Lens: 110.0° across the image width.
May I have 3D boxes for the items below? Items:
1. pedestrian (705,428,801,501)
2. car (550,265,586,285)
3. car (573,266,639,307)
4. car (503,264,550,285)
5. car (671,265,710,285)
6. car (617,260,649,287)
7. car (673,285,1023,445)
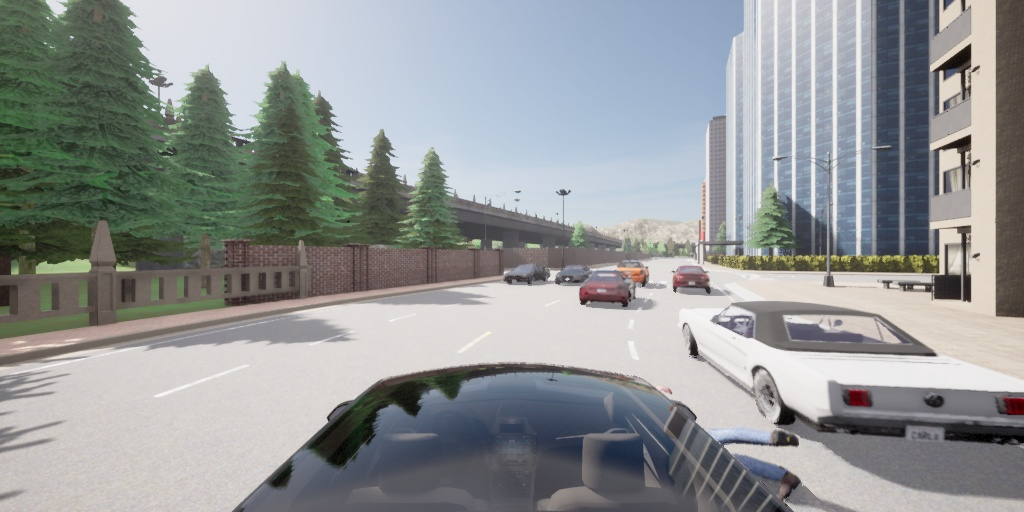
[{"bbox_3d":[1.534,1.795,3.394,1.860,0.375,0.375,1,-38,33],"label":"pedestrian"},{"bbox_3d":[4.440,1.317,25.042,1.994,1.385,4.181,0,0,25],"label":"car"},{"bbox_3d":[4.254,1.302,15.689,1.994,1.385,4.181,0,0,23],"label":"car"},{"bbox_3d":[1.272,1.292,26.530,2.033,1.411,5.357,0,0,25],"label":"car"},{"bbox_3d":[10.268,1.256,20.659,1.812,1.442,4.674,0,0,25],"label":"car"},{"bbox_3d":[8.293,1.080,24.823,2.097,1.767,4.553,0,0,24],"label":"car"},{"bbox_3d":[4.143,1.345,5.488,1.895,1.301,4.718,0,0,9],"label":"car"}]
